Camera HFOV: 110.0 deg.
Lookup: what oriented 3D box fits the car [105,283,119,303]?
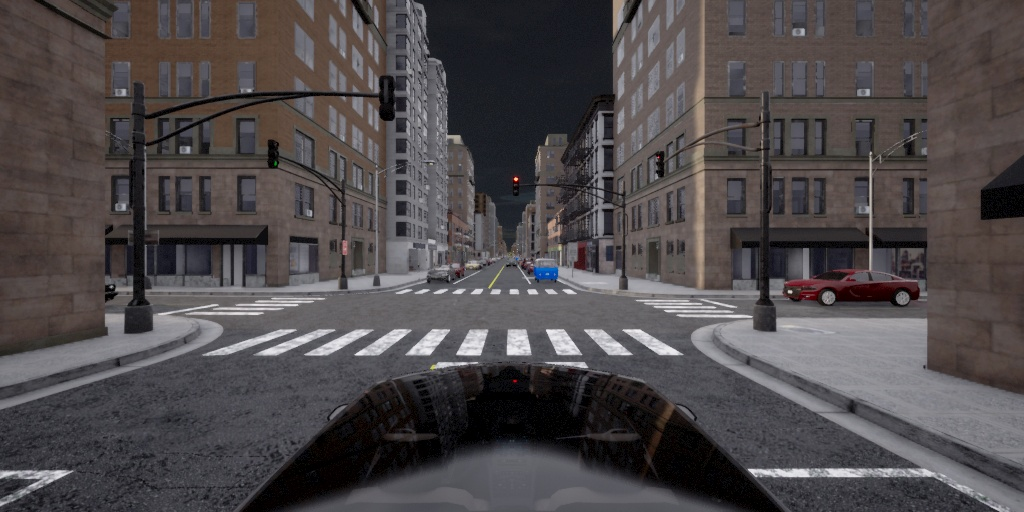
[{"bbox_3d":[-17.231,1.254,12.735,4.718,1.301,1.895,0,0,-2],"label":"car"}]

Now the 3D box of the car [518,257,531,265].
[{"bbox_3d":[2.503,1.055,56.349,2.192,1.841,5.009,0,0,0],"label":"car"}]

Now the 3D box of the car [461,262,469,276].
[{"bbox_3d":[-5.466,1.293,33.595,1.888,1.381,4.507,0,0,0],"label":"car"}]

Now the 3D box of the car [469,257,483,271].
[{"bbox_3d":[-5.508,1.269,50.471,1.751,1.417,4.829,0,0,0],"label":"car"}]

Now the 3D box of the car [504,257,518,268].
[{"bbox_3d":[-0.050,1.337,61.551,1.895,1.301,4.718,0,0,0],"label":"car"}]

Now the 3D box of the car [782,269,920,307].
[{"bbox_3d":[14.781,1.326,15.813,5.008,1.535,1.882,0,0,1],"label":"car"}]

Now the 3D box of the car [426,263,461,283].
[{"bbox_3d":[-5.453,1.299,27.913,2.007,1.370,4.403,0,0,0],"label":"car"}]

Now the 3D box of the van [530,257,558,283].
[{"bbox_3d":[2.572,1.089,27.942,1.690,1.789,3.998,0,0,0],"label":"van"}]

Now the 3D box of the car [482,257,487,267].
[{"bbox_3d":[-5.522,1.306,56.323,1.948,1.339,4.313,0,0,0],"label":"car"}]

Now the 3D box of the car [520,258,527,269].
[{"bbox_3d":[2.516,1.326,50.667,1.802,1.307,4.207,0,0,0],"label":"car"}]

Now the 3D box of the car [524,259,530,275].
[{"bbox_3d":[2.544,1.330,39.304,1.802,1.307,4.207,0,0,0],"label":"car"}]
